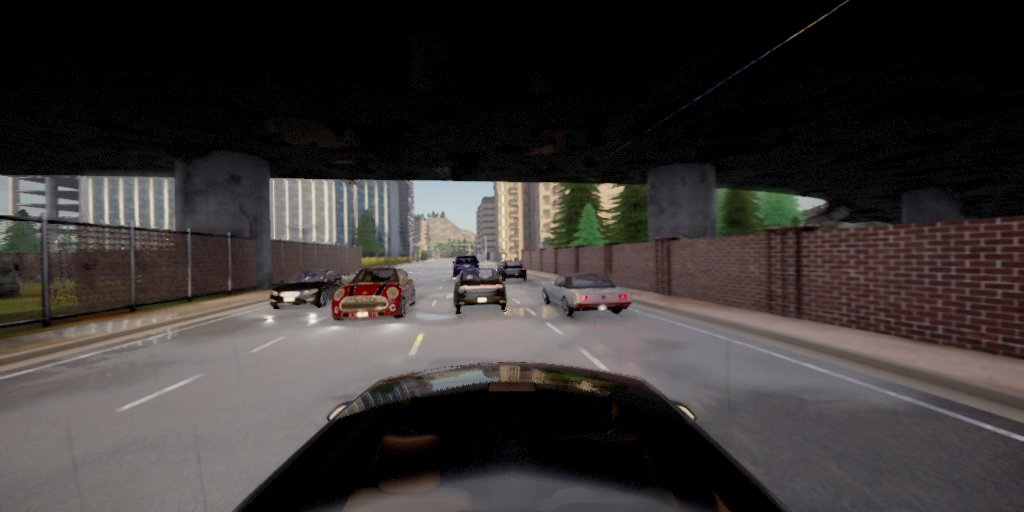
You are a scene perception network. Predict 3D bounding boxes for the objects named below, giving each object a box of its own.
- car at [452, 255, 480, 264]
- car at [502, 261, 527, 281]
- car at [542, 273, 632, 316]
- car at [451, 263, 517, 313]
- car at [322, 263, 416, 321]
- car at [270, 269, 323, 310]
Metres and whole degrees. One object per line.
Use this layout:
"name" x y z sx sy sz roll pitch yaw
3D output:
"car" -3.947 0.964 30.921 2.150 2.045 5.566 -1 0 -9
"car" -0.052 1.170 28.672 2.128 1.511 4.902 -1 0 -9
"car" 2.414 1.277 12.981 1.895 1.301 4.718 -1 0 -8
"car" -1.320 1.231 14.099 2.128 1.511 4.902 -1 0 -8
"car" -4.764 1.157 12.928 2.097 1.767 4.553 -1 0 -8
"car" -8.715 1.365 15.824 2.128 1.511 4.902 -1 0 -9
